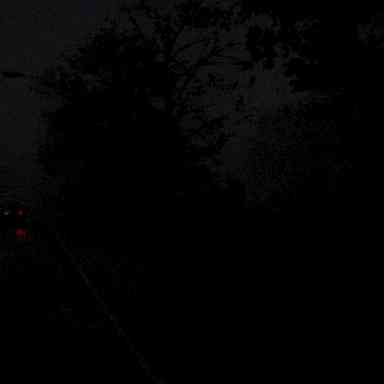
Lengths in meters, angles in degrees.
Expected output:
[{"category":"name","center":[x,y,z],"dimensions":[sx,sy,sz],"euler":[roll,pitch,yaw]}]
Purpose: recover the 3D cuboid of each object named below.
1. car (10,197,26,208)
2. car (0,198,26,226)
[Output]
[{"category":"car","center":[-24.955,1.529,47.825],"dimensions":[1.994,1.385,4.181],"euler":[2,0,-26]},{"category":"car","center":[-13.193,1.435,23.919],"dimensions":[2.097,1.767,4.553],"euler":[2,-1,-26]}]
